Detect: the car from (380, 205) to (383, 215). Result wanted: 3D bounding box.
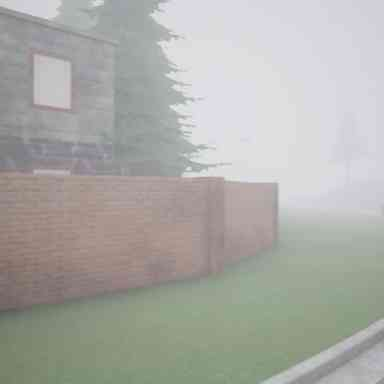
[{"bbox_3d":[19.173,1.490,30.628,1.882,1.535,5.008,0,0,5],"label":"car"}]
